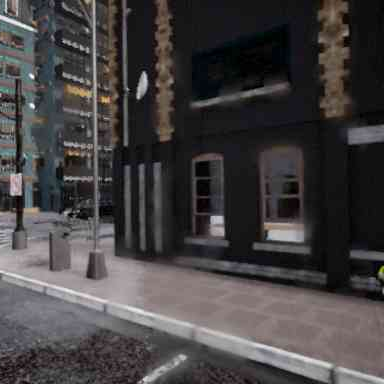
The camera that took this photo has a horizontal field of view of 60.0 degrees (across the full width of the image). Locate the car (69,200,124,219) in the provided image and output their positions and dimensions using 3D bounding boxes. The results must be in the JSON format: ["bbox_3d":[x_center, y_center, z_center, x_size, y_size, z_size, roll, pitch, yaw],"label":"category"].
[{"bbox_3d":[-8.330,1.459,29.428,1.887,1.381,4.507,-1,0,36],"label":"car"}]

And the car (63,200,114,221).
[{"bbox_3d":[-7.625,1.375,25.855,2.128,1.511,4.902,-1,0,36],"label":"car"}]
